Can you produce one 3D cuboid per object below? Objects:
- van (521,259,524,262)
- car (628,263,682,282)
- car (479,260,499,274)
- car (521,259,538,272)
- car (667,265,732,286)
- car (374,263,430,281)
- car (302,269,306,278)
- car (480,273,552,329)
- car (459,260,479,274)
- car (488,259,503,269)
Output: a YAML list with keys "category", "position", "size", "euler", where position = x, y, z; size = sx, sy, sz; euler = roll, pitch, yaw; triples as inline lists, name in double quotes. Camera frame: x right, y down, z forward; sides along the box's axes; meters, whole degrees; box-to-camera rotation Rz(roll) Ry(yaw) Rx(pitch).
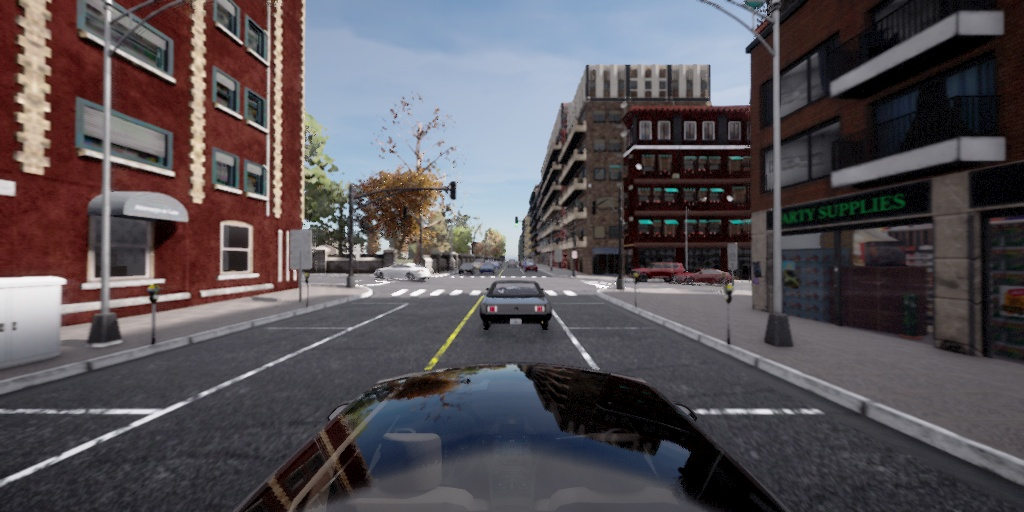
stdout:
- category: "van"
  position: [2.706, 1.416, 56.888]
  size: [1.690, 1.789, 3.998]
  euler: [0, 0, 0]
- category: "car"
  position: [13.458, 1.524, 33.282]
  size: [5.009, 1.841, 2.192]
  euler: [0, 0, -1]
- category: "car"
  position: [-3.082, 1.554, 46.225]
  size: [2.033, 1.411, 5.357]
  euler: [0, 0, 0]
- category: "car"
  position: [2.704, 1.584, 51.257]
  size: [1.888, 1.381, 4.507]
  euler: [0, 0, 0]
- category: "car"
  position: [16.248, 1.761, 30.723]
  size: [4.674, 1.442, 1.812]
  euler: [1, -1, 0]
- category: "car"
  position: [-9.179, 1.314, 29.984]
  size: [4.674, 1.442, 1.812]
  euler: [1, -2, 16]
- category: "car"
  position: [-18.293, 1.085, 27.207]
  size: [4.892, 1.490, 1.837]
  euler: [2, -1, -1]
- category: "car"
  position: [0.101, 1.403, 11.441]
  size: [1.895, 1.301, 4.718]
  euler: [0, 0, 0]
- category: "car"
  position: [-5.678, 1.569, 45.630]
  size: [1.948, 1.339, 4.313]
  euler: [0, 0, 0]
- category: "car"
  position: [-3.034, 1.636, 62.064]
  size: [1.812, 1.442, 4.674]
  euler: [0, 0, 1]
